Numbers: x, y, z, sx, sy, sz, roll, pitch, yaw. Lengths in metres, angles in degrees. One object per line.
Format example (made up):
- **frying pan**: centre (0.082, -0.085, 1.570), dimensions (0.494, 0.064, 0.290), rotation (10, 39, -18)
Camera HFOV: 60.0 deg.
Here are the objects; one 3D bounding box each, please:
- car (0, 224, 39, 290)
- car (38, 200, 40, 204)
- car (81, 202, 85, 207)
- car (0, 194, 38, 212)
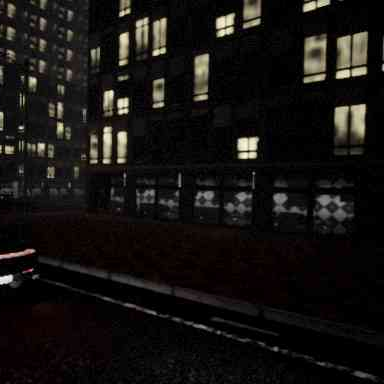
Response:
- **car**: centre (-5.439, 1.380, 7.563), dimensions (4.902, 1.511, 2.128), rotation (1, 1, 36)
- **car**: centre (-21.773, 1.115, 41.878), dimensions (1.752, 1.417, 4.829), rotation (1, 0, 36)
- **car**: centre (-11.480, 1.408, 41.710), dimensions (1.752, 1.417, 4.829), rotation (1, 0, 36)
- **car**: centre (-18.281, 1.096, 32.500), dimensions (2.192, 1.841, 5.009), rotation (1, 0, 36)
